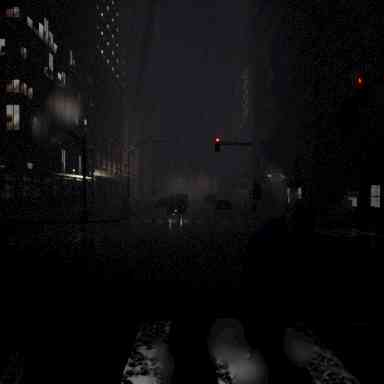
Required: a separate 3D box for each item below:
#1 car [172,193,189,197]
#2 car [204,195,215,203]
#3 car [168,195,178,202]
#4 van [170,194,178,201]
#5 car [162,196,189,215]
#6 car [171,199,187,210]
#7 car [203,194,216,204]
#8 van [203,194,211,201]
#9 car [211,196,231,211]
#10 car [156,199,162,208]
[{"bbox_3d":[-1.667,1.228,54.139,2.150,2.045,5.566,0,0,0],"label":"car"},{"bbox_3d":[3.641,1.432,69.434,1.967,1.590,4.097,0,0,0],"label":"car"},{"bbox_3d":[-4.272,1.426,74.915,1.967,1.590,4.097,0,0,0],"label":"car"},{"bbox_3d":[-4.305,1.321,80.442,1.690,1.788,3.998,0,0,0],"label":"van"},{"bbox_3d":[-1.569,1.508,33.724,2.128,1.511,4.902,0,0,-1],"label":"car"},{"bbox_3d":[-1.615,1.613,43.644,1.895,1.301,4.718,0,0,0],"label":"car"},{"bbox_3d":[3.674,1.312,63.906,2.192,1.841,5.009,0,0,0],"label":"car"},{"bbox_3d":[3.575,1.321,80.489,1.690,1.788,3.998,0,0,0],"label":"van"},{"bbox_3d":[3.855,1.579,41.797,1.947,1.339,4.313,0,0,0],"label":"car"},{"bbox_3d":[-4.107,1.592,47.277,1.802,1.307,4.206,0,0,0],"label":"car"}]
